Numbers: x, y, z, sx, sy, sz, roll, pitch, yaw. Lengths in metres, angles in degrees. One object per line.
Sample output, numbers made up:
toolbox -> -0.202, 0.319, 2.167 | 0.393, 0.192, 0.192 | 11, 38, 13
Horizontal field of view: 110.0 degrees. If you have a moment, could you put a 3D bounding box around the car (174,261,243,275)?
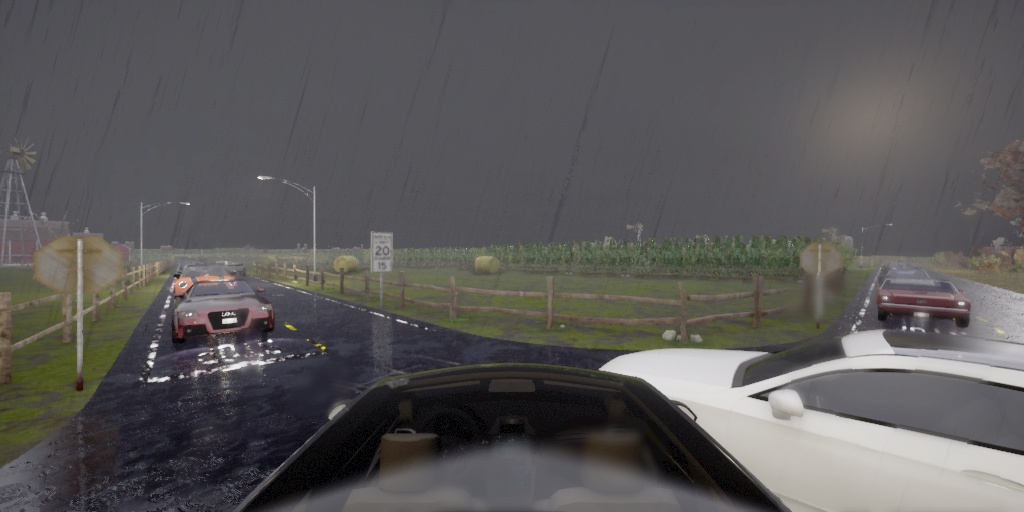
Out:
car -> -13.967, 1.154, 16.380 | 2.097, 1.767, 4.553 | 0, 0, -43

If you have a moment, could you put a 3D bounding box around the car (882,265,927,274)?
car -> 20.316, 1.367, 18.470 | 5.357, 1.411, 2.033 | 0, 1, -44

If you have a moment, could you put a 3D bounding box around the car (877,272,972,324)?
car -> 13.342, 1.400, 11.797 | 4.718, 1.301, 1.895 | 0, 1, -44

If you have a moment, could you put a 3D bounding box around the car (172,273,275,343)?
car -> -8.091, 1.363, 9.987 | 1.994, 1.385, 4.181 | 0, 0, -43

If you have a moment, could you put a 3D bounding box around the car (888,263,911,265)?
car -> 26.973, 1.407, 24.829 | 4.181, 1.385, 1.994 | 0, 1, -44

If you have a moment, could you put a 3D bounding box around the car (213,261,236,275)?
car -> -34.367, 1.343, 42.752 | 1.837, 1.490, 4.892 | 0, 0, -42

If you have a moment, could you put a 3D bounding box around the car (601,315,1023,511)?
car -> 2.806, 1.293, 2.569 | 1.812, 1.442, 4.674 | 0, 1, -45

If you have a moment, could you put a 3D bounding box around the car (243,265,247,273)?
car -> -27.531, 1.315, 35.400 | 2.128, 1.511, 4.902 | 0, 0, -42
